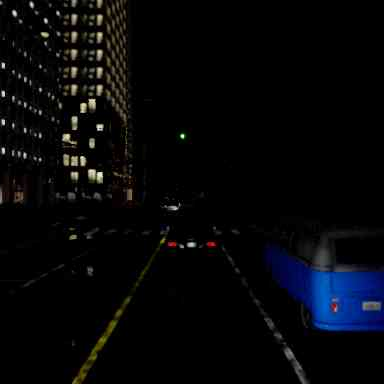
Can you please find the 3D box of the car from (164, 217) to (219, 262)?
[{"bbox_3d":[-0.026,1.666,12.569,2.033,1.411,5.357,0,-1,0],"label":"car"}]

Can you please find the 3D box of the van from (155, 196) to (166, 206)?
[{"bbox_3d":[-6.614,1.939,66.394,1.690,1.788,3.998,0,0,-2],"label":"van"}]

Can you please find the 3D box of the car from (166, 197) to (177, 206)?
[{"bbox_3d":[-3.938,2.163,67.288,1.994,1.385,4.181,0,0,-2],"label":"car"}]

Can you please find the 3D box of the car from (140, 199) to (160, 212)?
[{"bbox_3d":[-5.826,1.956,44.222,2.008,1.369,4.403,0,-1,-1],"label":"car"}]

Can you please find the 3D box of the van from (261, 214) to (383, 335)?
[{"bbox_3d":[2.556,1.405,6.598,1.690,1.788,3.998,0,-1,0],"label":"van"}]

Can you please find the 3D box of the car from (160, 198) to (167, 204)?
[{"bbox_3d":[-7.512,2.366,88.565,1.802,1.307,4.206,0,0,-3],"label":"car"}]

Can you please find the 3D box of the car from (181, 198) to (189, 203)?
[{"bbox_3d":[-1.887,2.183,85.071,1.895,1.301,4.718,0,0,-3],"label":"car"}]

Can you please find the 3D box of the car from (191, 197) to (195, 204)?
[{"bbox_3d":[1.197,2.175,72.476,1.752,1.417,4.829,0,0,-2],"label":"car"}]

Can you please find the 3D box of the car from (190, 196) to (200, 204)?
[{"bbox_3d":[0.754,2.056,83.396,2.192,1.841,5.009,0,0,-3],"label":"car"}]

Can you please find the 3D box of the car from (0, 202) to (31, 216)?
[{"bbox_3d":[-18.217,1.688,32.966,4.206,1.307,1.802,1,-1,3],"label":"car"}]

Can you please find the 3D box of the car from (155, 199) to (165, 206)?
[{"bbox_3d":[-6.814,2.190,71.935,1.887,1.381,4.507,0,0,-2],"label":"car"}]

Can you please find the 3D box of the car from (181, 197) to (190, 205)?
[{"bbox_3d":[-1.466,2.019,75.007,2.097,1.767,4.553,0,0,-2],"label":"car"}]

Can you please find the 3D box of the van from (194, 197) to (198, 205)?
[{"bbox_3d":[1.757,1.847,55.684,1.690,1.788,3.998,0,0,-2],"label":"van"}]

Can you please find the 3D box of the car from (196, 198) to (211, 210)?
[{"bbox_3d":[1.906,1.984,50.310,1.752,1.417,4.829,0,-1,-2],"label":"car"}]
